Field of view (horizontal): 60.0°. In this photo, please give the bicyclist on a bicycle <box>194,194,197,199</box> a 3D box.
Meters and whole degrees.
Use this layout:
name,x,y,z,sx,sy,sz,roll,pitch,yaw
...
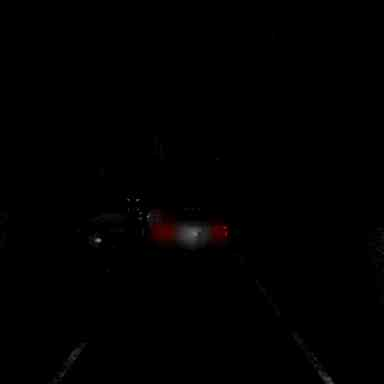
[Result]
name,x,y,z,sx,sy,sz,roll,pitch,yaw
bicyclist on a bicycle,0.943,1.457,83.742,0.866,1.612,1.509,0,0,0

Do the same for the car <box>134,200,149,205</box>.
name,x,y,z,sx,sy,sz,roll,pitch,yaw
car,-3.192,1.621,27.123,1.895,1.301,4.718,0,0,1

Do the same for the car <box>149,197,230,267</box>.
name,x,y,z,sx,sy,sz,roll,pitch,yaw
car,0.042,1.233,11.581,2.150,2.045,5.566,0,0,1

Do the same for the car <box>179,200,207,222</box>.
name,x,y,z,sx,sy,sz,roll,pitch,yaw
car,0.064,1.513,27.716,2.128,1.511,4.902,0,0,1

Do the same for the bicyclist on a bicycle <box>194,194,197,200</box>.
name,x,y,z,sx,sy,sz,roll,pitch,yaw
bicyclist on a bicycle,0.948,1.449,92.742,0.866,1.612,1.509,0,0,0

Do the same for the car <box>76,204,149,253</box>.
name,x,y,z,sx,sy,sz,roll,pitch,yaw
car,-3.187,1.489,13.812,1.882,1.535,5.008,0,0,0

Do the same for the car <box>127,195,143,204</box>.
name,x,y,z,sx,sy,sz,roll,pitch,yaw
car,-9.771,1.384,57.219,2.097,1.767,4.553,0,0,0

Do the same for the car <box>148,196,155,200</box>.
name,x,y,z,sx,sy,sz,roll,pitch,yaw
car,-6.525,1.524,57.123,2.128,1.511,4.902,0,0,0
